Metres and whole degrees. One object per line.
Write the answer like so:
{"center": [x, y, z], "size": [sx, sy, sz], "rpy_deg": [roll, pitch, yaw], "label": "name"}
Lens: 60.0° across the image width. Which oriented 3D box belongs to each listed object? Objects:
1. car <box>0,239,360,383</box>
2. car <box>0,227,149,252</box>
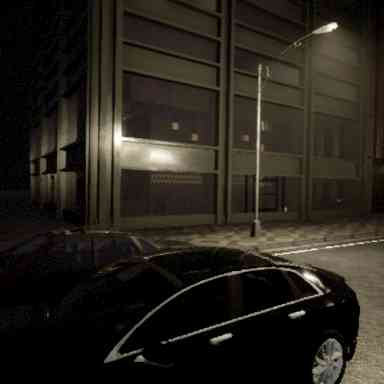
{"center": [-0.177, 1.438, 3.590], "size": [4.892, 1.490, 1.837], "rpy_deg": [0, 1, -33], "label": "car"}
{"center": [-2.157, 1.406, 6.182], "size": [5.357, 1.411, 2.033], "rpy_deg": [1, 1, -33], "label": "car"}
